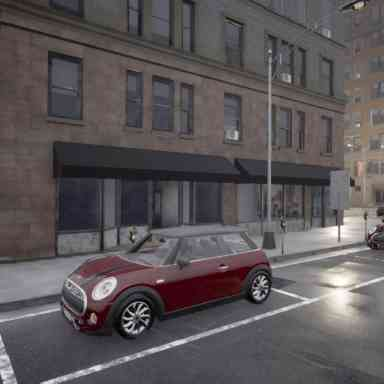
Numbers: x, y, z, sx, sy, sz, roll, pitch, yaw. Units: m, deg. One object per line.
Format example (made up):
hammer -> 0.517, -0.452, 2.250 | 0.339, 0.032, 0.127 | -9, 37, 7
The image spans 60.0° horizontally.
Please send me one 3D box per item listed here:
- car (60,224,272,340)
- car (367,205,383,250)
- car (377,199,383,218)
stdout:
car -> -0.370, 1.441, 6.500 | 4.097, 1.590, 1.967 | 0, 0, -36
car -> 8.561, 1.445, 12.898 | 4.097, 1.590, 1.967 | 0, 0, -36
car -> 18.133, 1.428, 27.080 | 1.882, 1.535, 5.008 | 1, 0, -36
